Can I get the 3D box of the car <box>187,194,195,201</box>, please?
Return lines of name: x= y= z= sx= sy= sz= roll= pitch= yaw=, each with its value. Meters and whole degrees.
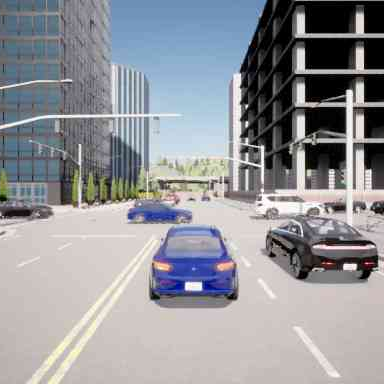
car: x=-0.169 y=1.339 z=86.913 sx=2.097 sy=1.767 sz=4.553 roll=0 pitch=0 yaw=0

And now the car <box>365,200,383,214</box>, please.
car: x=19.762 y=1.166 z=31.100 sx=5.566 sy=2.045 sz=2.150 roll=0 pitch=0 yaw=0

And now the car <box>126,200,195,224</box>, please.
car: x=-2.284 y=1.498 z=23.652 sx=4.674 sy=1.442 sz=1.812 roll=0 pitch=0 yaw=-1

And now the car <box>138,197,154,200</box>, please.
car: x=-7.189 y=1.564 z=48.183 sx=1.994 sy=1.385 sz=4.181 roll=0 pitch=0 yaw=0

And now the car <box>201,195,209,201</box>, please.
car: x=3.331 y=1.483 z=86.949 sx=1.837 sy=1.490 sz=4.892 roll=0 pitch=0 yaw=0

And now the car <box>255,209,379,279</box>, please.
car: x=3.560 y=1.492 z=9.996 sx=2.128 sy=1.511 sz=4.902 roll=0 pitch=0 yaw=-1

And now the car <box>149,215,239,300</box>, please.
car: x=0.044 y=1.526 z=8.273 sx=1.812 sy=1.442 sz=4.674 roll=0 pitch=0 yaw=0

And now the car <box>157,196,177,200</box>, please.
car: x=-3.694 y=1.601 z=50.311 sx=1.895 sy=1.301 sz=4.718 roll=0 pitch=0 yaw=0

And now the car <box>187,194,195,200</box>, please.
car: x=-0.152 y=1.593 z=78.210 sx=1.895 sy=1.301 sz=4.718 roll=0 pitch=0 yaw=0

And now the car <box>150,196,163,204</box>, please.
car: x=-7.150 y=1.547 z=67.572 sx=2.033 sy=1.411 sz=5.357 roll=0 pitch=0 yaw=0

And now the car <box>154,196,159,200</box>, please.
car: x=-7.197 y=1.601 z=56.943 sx=1.895 sy=1.301 sz=4.718 roll=0 pitch=0 yaw=0

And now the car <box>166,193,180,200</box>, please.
car: x=-3.692 y=1.221 z=60.085 sx=2.150 sy=2.045 sz=5.566 roll=0 pitch=0 yaw=0

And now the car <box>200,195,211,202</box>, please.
car: x=3.349 y=1.522 z=77.874 sx=1.812 sy=1.442 sz=4.674 roll=0 pitch=0 yaw=0

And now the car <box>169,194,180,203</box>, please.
car: x=-3.636 y=1.355 z=70.075 sx=2.097 sy=1.767 sz=4.553 roll=0 pitch=0 yaw=0

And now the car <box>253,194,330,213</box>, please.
car: x=7.862 y=1.177 z=27.310 sx=5.566 sy=2.045 sz=2.150 roll=0 pitch=0 yaw=-1

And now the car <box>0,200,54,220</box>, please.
car: x=-13.916 y=1.441 z=27.151 sx=4.902 sy=1.511 sz=2.128 roll=0 pitch=0 yaw=-3

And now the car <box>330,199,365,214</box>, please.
car: x=15.516 y=1.436 z=34.589 sx=4.902 sy=1.511 sz=2.128 roll=0 pitch=0 yaw=0
